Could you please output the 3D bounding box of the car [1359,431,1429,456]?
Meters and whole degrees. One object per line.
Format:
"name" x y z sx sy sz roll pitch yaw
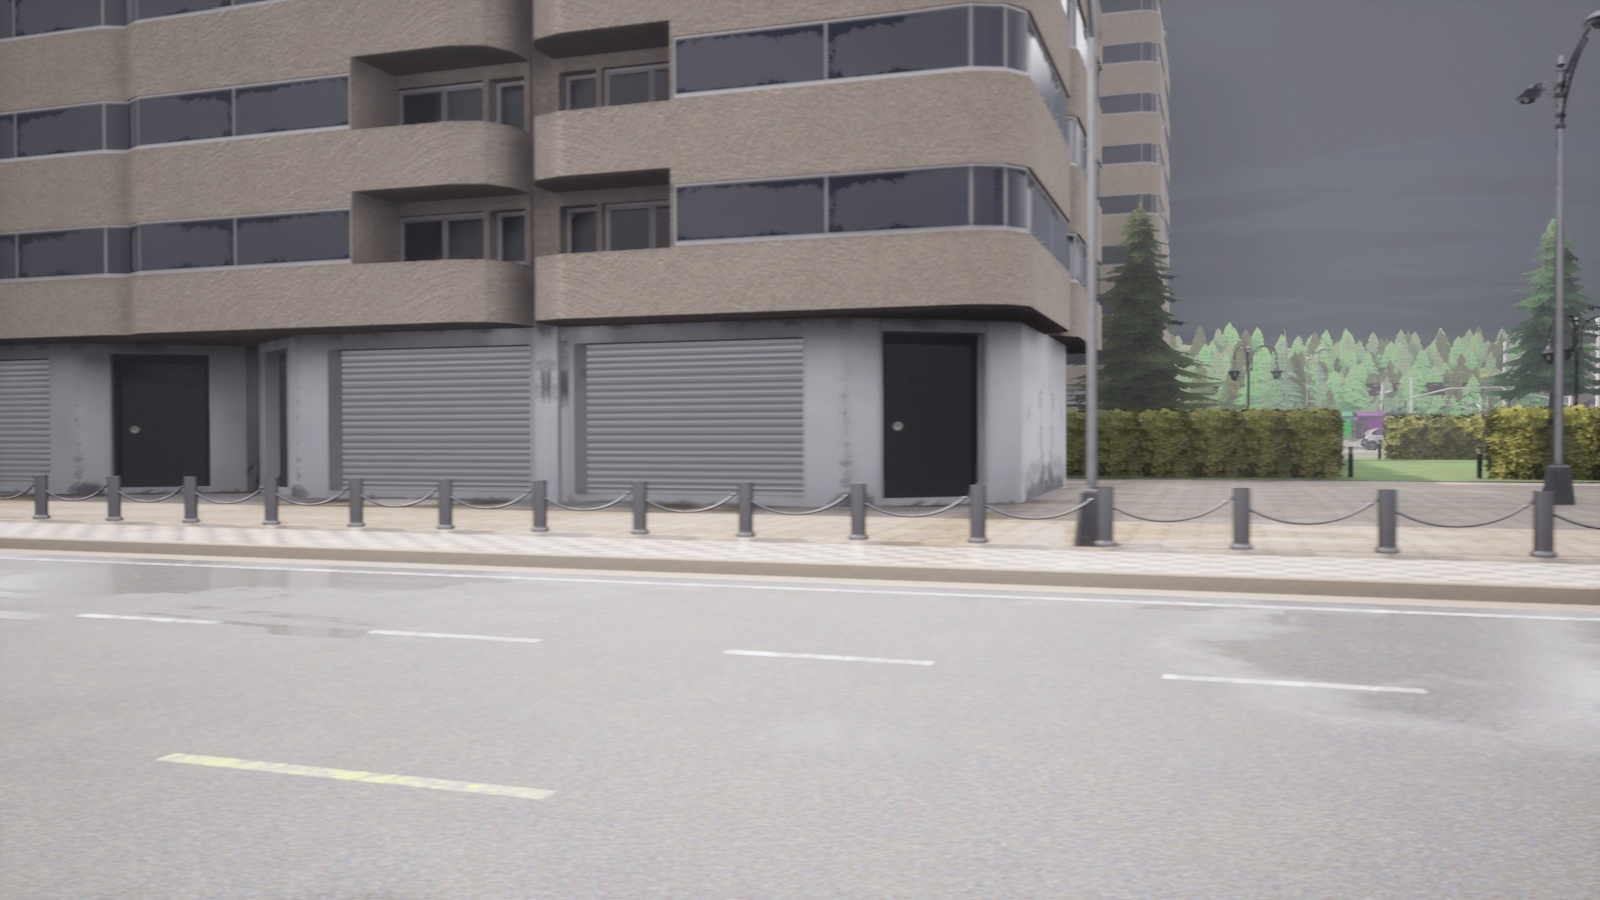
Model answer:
"car" 39.601 -0.469 83.816 3.988 1.617 1.851 1 1 18
